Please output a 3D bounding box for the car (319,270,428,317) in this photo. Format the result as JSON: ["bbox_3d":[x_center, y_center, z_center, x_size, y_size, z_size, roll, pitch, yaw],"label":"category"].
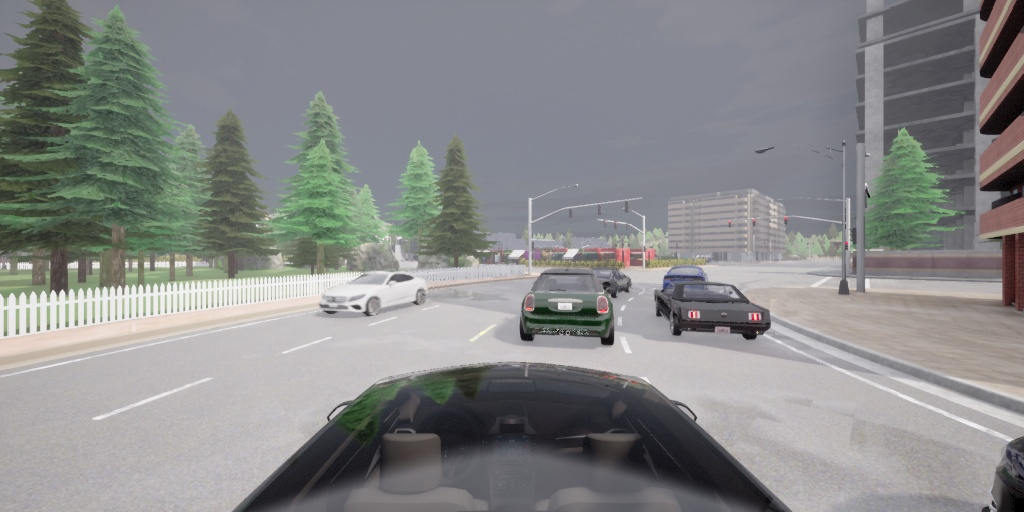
[{"bbox_3d":[-4.898,1.276,13.436,1.812,1.442,4.674,0,0,17],"label":"car"}]

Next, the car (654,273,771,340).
[{"bbox_3d":[5.227,1.351,10.092,1.895,1.301,4.718,0,0,14],"label":"car"}]

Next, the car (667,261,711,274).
[{"bbox_3d":[9.082,1.228,18.605,1.882,1.535,5.008,0,0,30],"label":"car"}]

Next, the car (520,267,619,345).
[{"bbox_3d":[1.598,1.102,9.792,2.097,1.767,4.553,0,0,12],"label":"car"}]

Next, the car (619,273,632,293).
[{"bbox_3d":[4.827,1.297,18.552,2.033,1.411,5.357,0,0,29],"label":"car"}]
